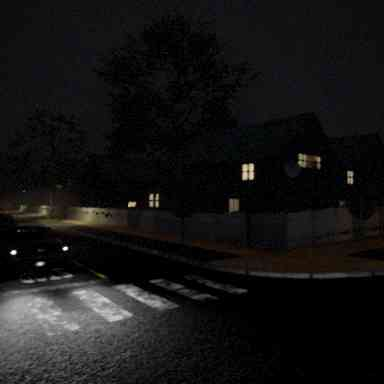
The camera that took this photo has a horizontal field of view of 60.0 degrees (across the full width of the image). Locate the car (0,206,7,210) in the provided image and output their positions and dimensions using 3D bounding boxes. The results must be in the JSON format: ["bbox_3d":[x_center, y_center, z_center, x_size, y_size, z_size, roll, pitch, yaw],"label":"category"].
[{"bbox_3d":[-28.406,2.788,48.879,1.882,1.535,5.008,1,-2,-35],"label":"car"}]

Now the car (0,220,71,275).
[{"bbox_3d":[-5.800,1.887,11.769,1.895,1.301,4.718,1,-2,-35],"label":"car"}]

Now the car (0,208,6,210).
[{"bbox_3d":[-17.210,2.292,27.935,1.994,1.385,4.181,1,-2,-35],"label":"car"}]

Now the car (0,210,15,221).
[{"bbox_3d":[-11.442,2.051,19.760,2.033,1.411,5.357,1,-2,-35],"label":"car"}]
